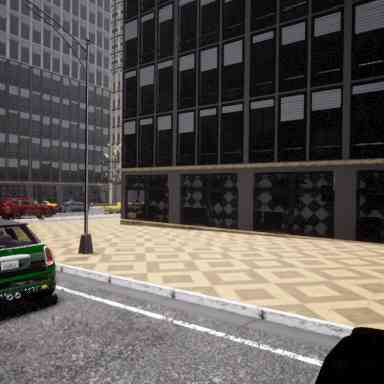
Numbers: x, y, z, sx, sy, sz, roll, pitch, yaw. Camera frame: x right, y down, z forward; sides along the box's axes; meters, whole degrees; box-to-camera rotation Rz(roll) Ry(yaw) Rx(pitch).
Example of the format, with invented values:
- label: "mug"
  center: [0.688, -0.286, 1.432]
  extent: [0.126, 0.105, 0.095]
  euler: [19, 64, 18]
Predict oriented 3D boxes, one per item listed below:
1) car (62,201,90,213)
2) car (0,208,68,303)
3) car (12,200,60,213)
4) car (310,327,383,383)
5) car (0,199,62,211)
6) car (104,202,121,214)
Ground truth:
- label: "car"
  center: [-14.565, 1.749, 40.423]
  extent: [1.994, 1.385, 4.181]
  euler: [1, 0, 37]
- label: "car"
  center: [-5.033, 1.348, 7.283]
  extent: [4.553, 1.767, 2.097]
  euler: [0, 0, 36]
- label: "car"
  center: [-18.444, 1.642, 39.553]
  extent: [1.752, 1.417, 4.829]
  euler: [1, 0, 37]
- label: "car"
  center: [2.966, 1.601, 1.565]
  extent: [4.718, 1.301, 1.895]
  euler: [0, 0, 36]
- label: "car"
  center: [-14.962, 1.519, 30.172]
  extent: [2.192, 1.841, 5.009]
  euler: [1, 0, 37]
- label: "car"
  center: [-8.149, 1.830, 39.372]
  extent: [1.752, 1.417, 4.829]
  euler: [1, 0, 37]
